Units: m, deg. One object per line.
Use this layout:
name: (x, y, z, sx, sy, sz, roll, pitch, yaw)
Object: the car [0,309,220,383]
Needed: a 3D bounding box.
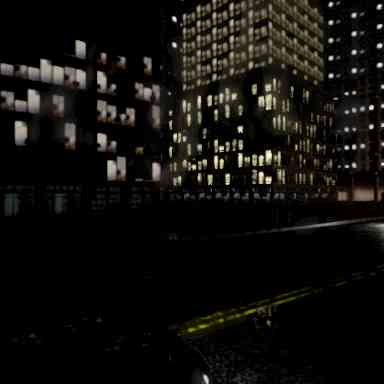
car: (-1.755, 1.567, 2.244, 4.181, 1.385, 1.994, 0, 0, -35)
